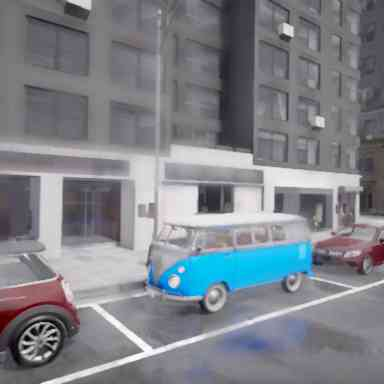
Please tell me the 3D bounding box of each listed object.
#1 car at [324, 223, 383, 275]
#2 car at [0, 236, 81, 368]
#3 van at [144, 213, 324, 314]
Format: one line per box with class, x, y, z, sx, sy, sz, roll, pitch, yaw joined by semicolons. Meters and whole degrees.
car;5.569;1.681;10.728;4.206;1.307;1.802;1;0;-35
car;-3.665;1.433;4.140;4.097;1.590;1.967;1;0;-35
van;0.954;1.387;7.434;3.998;1.788;1.690;1;0;-35
